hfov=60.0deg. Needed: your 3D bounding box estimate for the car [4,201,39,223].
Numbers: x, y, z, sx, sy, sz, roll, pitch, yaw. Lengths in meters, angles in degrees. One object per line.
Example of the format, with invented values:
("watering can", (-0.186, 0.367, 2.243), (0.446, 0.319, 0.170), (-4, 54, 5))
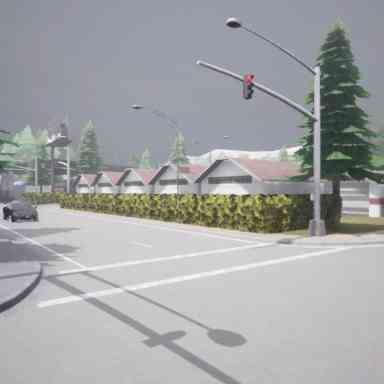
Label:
("car", (-13.413, 1.490, 26.000), (1.837, 1.490, 4.892), (0, 2, -38))
